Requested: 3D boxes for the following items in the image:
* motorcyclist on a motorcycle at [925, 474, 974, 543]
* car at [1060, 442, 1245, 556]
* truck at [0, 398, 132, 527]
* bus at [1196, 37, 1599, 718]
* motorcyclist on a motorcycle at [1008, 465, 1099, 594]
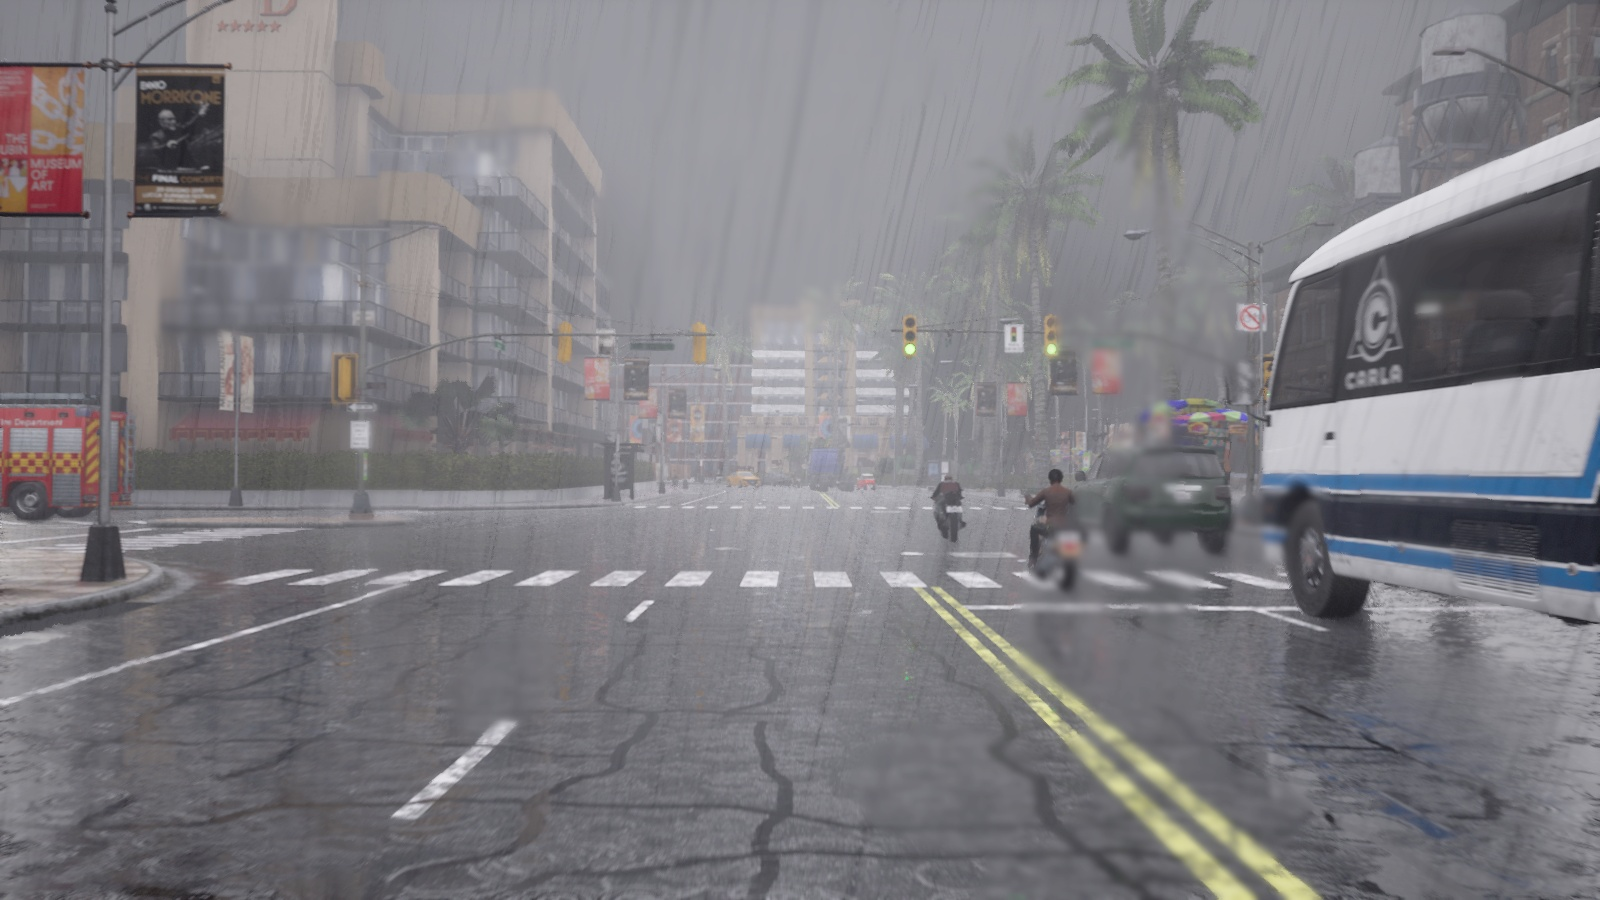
[{"bbox_3d":[3.428,1.322,29.021,0.866,1.530,2.191,0,-1,0],"label":"motorcyclist on a motorcycle"},{"bbox_3d":[6.936,0.932,25.437,2.150,2.045,5.566,0,-1,0],"label":"car"},{"bbox_3d":[-25.735,0.405,38.925,8.468,3.827,2.891,0,-1,-1],"label":"truck"},{"bbox_3d":[6.969,-0.412,10.611,3.944,4.253,10.273,0,-1,0],"label":"bus"},{"bbox_3d":[3.457,1.041,17.327,0.766,1.649,2.350,0,-1,0],"label":"motorcyclist on a motorcycle"}]
